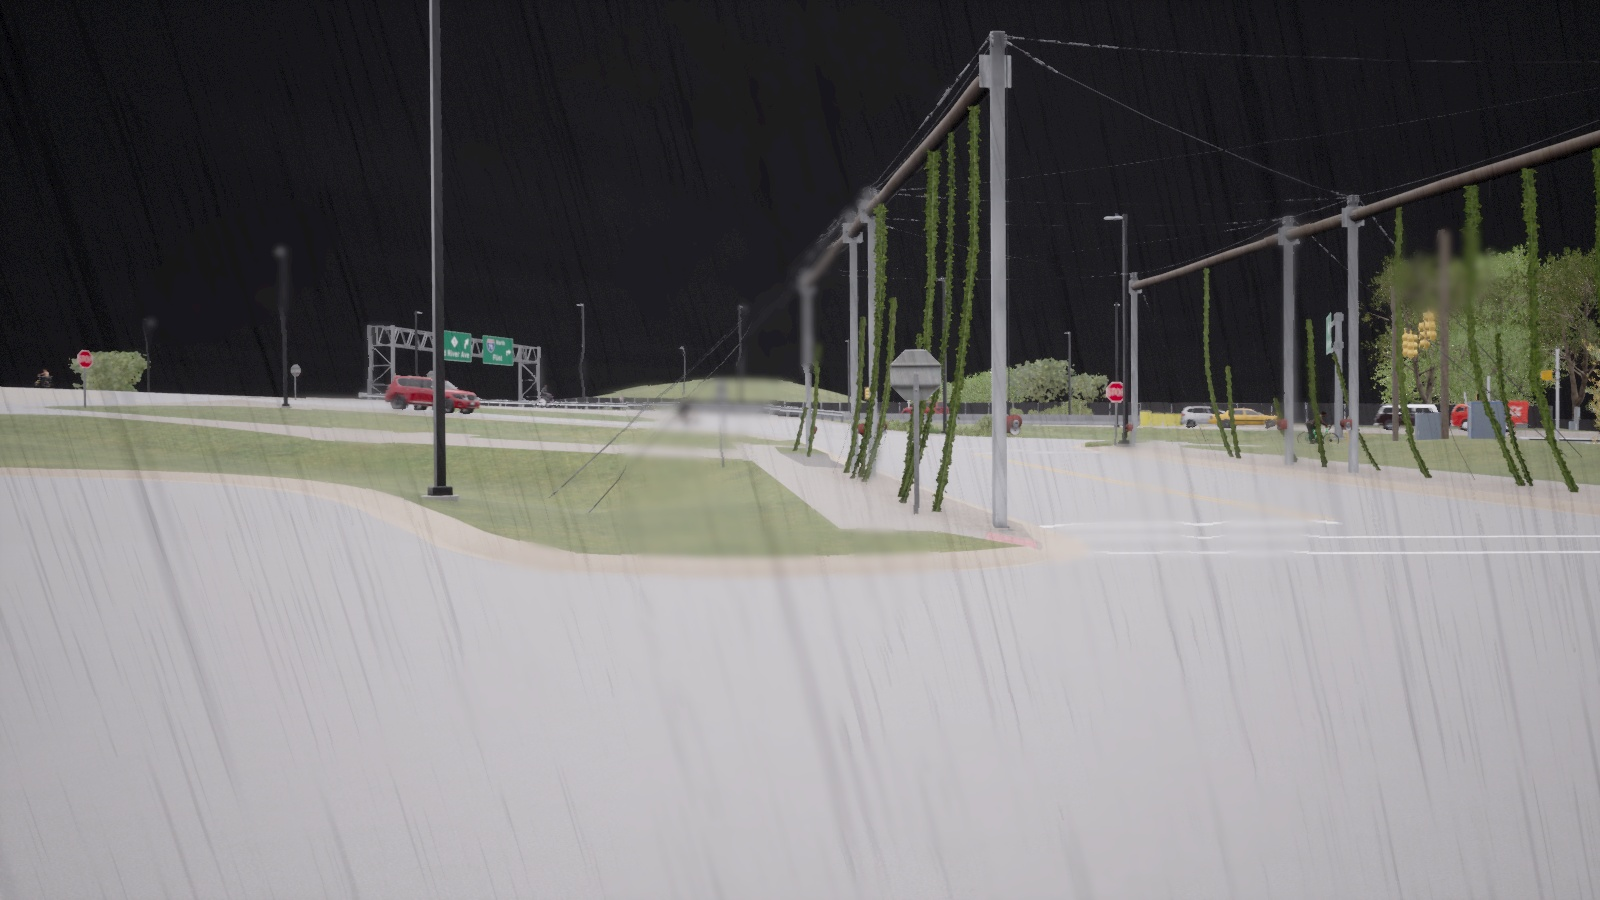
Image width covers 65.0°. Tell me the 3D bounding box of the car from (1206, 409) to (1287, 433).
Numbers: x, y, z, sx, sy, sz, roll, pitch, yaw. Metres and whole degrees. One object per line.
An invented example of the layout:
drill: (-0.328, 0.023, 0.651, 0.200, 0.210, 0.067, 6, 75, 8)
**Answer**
car: (31.811, -2.071, 89.611, 5.366, 1.575, 1.801, 2, 1, 20)

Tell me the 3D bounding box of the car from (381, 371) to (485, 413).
car: (-21.516, -3.382, 73.528, 5.566, 2.045, 2.150, 5, 2, 21)

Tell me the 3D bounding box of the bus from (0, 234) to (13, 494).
bus: (-18.372, -1.557, 21.962, 10.273, 4.253, 3.944, 2, 2, 34)

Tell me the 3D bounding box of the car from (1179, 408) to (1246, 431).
car: (30.798, -2.273, 93.694, 4.611, 1.667, 2.242, 2, 1, 20)
